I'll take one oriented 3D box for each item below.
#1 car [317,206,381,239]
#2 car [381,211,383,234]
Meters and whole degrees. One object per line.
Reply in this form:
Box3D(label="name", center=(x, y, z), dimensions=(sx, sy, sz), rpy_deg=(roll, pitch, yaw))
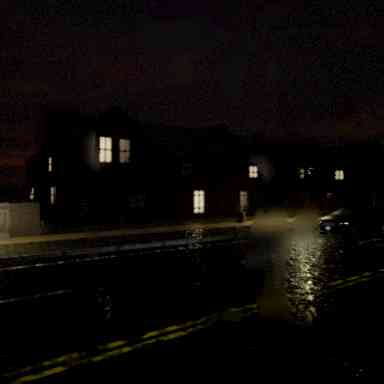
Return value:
Box3D(label="car", center=(8.689, 1.521, 17.766), dimensions=(4.902, 1.511, 2.128), rpy_deg=(0, 0, -35))
Box3D(label="car", center=(11.366, 1.581, 15.673), dimensions=(5.357, 1.411, 2.033), rpy_deg=(0, 0, -35))
